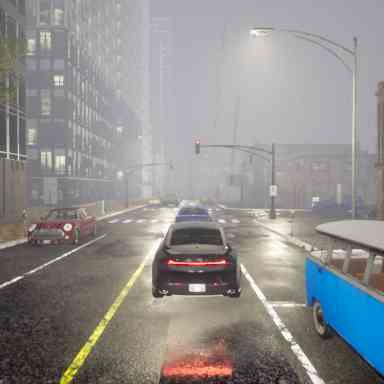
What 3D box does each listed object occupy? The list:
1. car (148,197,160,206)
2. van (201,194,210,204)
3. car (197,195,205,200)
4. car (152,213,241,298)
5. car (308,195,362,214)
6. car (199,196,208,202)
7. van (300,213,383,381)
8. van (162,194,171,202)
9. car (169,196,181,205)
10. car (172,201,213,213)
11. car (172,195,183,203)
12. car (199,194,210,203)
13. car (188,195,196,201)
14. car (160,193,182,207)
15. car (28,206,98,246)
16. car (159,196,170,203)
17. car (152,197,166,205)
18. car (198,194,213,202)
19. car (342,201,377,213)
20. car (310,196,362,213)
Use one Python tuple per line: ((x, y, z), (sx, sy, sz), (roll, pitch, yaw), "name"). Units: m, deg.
((-5.906, 1.512, 52.864), (1.752, 1.417, 4.829), (-1, 0, 0), "car")
((2.594, 1.325, 64.278), (1.690, 1.788, 3.998), (-1, 0, 0), "van")
((2.563, 1.531, 92.498), (2.008, 1.369, 4.403), (-1, 0, 0), "car")
((0.087, 1.502, 8.495), (1.837, 1.490, 4.892), (0, 0, 0), "car")
((15.504, 1.349, 35.776), (5.566, 2.045, 2.150), (1, 1, 1), "car")
((2.584, 1.564, 75.565), (1.802, 1.307, 4.206), (-1, 0, 0), "car")
((2.669, 1.340, 4.013), (1.690, 1.788, 3.998), (-1, 0, 0), "van")
((-5.767, 1.323, 75.610), (1.690, 1.788, 3.998), (-1, 0, 0), "van")
((-3.145, 1.462, 61.105), (1.882, 1.535, 5.008), (0, 0, 0), "car")
((0.069, 1.472, 17.982), (1.882, 1.535, 5.008), (0, 0, 0), "car")
((-3.089, 1.508, 71.377), (2.128, 1.511, 4.902), (0, 0, 0), "car")
((2.587, 1.298, 69.921), (2.192, 1.841, 5.009), (-1, 0, 0), "car")
((-0.100, 1.480, 79.560), (1.837, 1.490, 4.892), (0, 0, 0), "car")
((-3.163, 1.208, 51.221), (2.150, 2.045, 5.566), (0, 0, 1), "car")
((-5.723, 1.436, 15.086), (1.967, 1.590, 4.097), (-1, 0, 0), "car")
((-5.756, 1.549, 69.966), (1.947, 1.339, 4.313), (-1, 0, 0), "car")
((-5.742, 1.551, 58.677), (1.947, 1.339, 4.313), (-1, 0, 0), "car")
((2.603, 1.425, 58.633), (1.967, 1.590, 4.097), (-1, 0, 0), "car")
((16.379, 1.793, 29.985), (4.313, 1.339, 1.947), (1, 0, 1), "car")
((16.478, 1.411, 38.362), (5.009, 1.841, 2.192), (1, 0, 1), "car")
